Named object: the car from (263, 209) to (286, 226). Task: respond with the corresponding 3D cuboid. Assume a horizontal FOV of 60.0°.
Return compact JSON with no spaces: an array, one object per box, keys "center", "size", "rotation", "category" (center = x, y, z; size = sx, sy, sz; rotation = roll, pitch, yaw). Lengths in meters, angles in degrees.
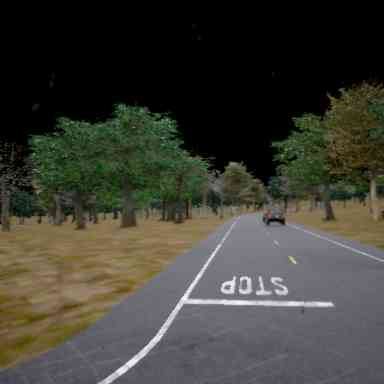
[{"center":[10.557,3.179,42.225],"size":[2.150,2.045,5.566],"rotation":[-2,-3,10],"category":"car"}]
